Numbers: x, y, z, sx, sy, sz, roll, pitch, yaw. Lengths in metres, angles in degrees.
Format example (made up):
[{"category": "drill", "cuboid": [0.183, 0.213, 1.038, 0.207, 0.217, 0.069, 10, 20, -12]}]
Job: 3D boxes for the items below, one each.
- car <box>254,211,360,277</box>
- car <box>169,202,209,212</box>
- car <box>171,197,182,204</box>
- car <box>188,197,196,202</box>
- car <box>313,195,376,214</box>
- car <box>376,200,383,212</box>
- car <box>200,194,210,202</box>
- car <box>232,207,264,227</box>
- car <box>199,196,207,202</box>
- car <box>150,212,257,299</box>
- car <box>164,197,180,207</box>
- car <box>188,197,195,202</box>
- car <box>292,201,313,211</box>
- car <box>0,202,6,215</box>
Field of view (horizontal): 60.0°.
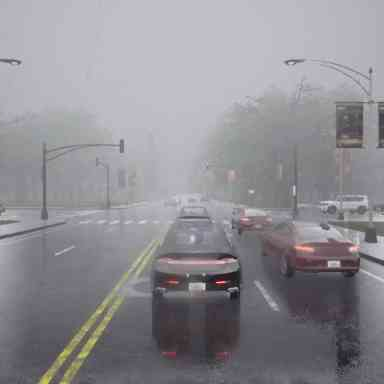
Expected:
[{"category": "car", "cuboid": [3.336, 1.533, 10.138, 1.812, 1.442, 4.674, 0, 0, 0]}, {"category": "car", "cuboid": [0.084, 1.517, 17.829, 2.128, 1.511, 4.902, 0, 0, 0]}, {"category": "car", "cuboid": [-3.322, 1.846, 73.436, 2.128, 1.511, 4.902, 0, -1, 0]}, {"category": "car", "cuboid": [-0.081, 1.893, 82.464, 1.882, 1.535, 5.008, 0, -1, 0]}, {"category": "car", "cuboid": [17.070, 1.399, 37.512, 5.566, 2.045, 2.150, 0, 0, -1]}, {"category": "car", "cuboid": [23.958, 1.695, 40.817, 5.008, 1.535, 1.882, 0, 0, 0]}, {"category": "car", "cuboid": [3.169, 1.642, 82.534, 2.150, 2.045, 5.566, 0, -1, 0]}, {"category": "car", "cuboid": [3.342, 1.555, 18.947, 1.812, 1.442, 4.674, 0, 0, 1]}, {"category": "car", "cuboid": [3.157, 1.952, 92.921, 2.033, 1.411, 5.357, 0, -1, 0]}, {"category": "car", "cuboid": [0.092, 1.496, 8.421, 2.128, 1.511, 4.902, 0, 0, 0]}, {"category": "car", "cuboid": [-3.398, 1.715, 53.672, 2.033, 1.411, 5.357, 0, 0, 0]}, {"category": "car", "cuboid": [-0.093, 1.965, 92.918, 1.994, 1.385, 4.181, 0, -1, 0]}, {"category": "car", "cuboid": [14.826, 1.772, 40.736, 4.718, 1.301, 1.895, 0, 0, 0]}, {"category": "car", "cuboid": [-20.171, 1.224, 30.493, 5.566, 2.045, 2.150, 0, 0, -1]}]
